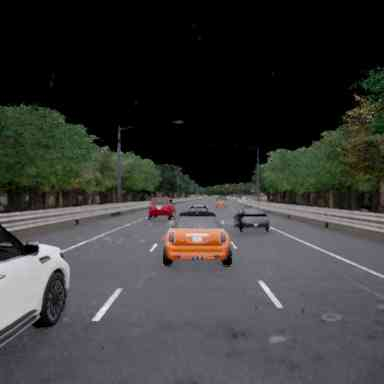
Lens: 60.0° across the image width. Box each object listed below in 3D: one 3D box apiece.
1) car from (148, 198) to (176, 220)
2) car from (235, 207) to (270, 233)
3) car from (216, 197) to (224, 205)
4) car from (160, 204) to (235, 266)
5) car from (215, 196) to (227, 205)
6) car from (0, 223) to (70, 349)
[{"bbox_3d":[-2.861,1.585,32.552,2.150,2.045,5.566,0,-1,2],"label":"car"},{"bbox_3d":[3.749,1.726,21.624,2.128,1.511,4.902,0,-1,1],"label":"car"},{"bbox_3d":[7.372,2.277,87.156,2.150,2.045,5.566,0,-1,5],"label":"car"},{"bbox_3d":[0.186,1.473,12.185,2.097,1.767,4.553,0,-1,1],"label":"car"},{"bbox_3d":[5.685,2.147,65.295,2.097,1.767,4.553,0,-1,4],"label":"car"},{"bbox_3d":[-3.393,1.257,3.955,2.150,2.045,5.566,0,0,0],"label":"car"}]
